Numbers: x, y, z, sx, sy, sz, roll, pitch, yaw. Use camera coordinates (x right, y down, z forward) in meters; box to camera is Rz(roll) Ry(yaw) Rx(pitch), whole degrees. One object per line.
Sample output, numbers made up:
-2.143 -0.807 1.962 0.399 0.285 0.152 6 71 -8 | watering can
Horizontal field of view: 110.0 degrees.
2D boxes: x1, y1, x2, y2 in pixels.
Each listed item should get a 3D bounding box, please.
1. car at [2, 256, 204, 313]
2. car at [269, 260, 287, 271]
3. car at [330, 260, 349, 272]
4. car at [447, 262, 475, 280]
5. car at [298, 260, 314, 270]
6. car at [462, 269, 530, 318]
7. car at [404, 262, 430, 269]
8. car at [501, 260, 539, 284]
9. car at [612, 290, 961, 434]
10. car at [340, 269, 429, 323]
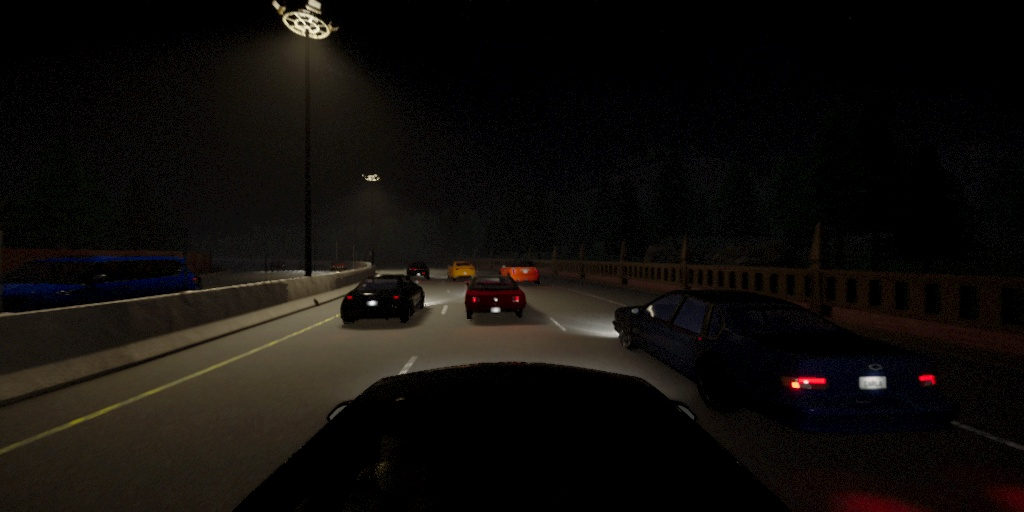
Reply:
-11.079 1.007 9.293 2.150 2.045 5.566 0 0 -5 | car
-33.825 1.300 51.777 1.882 1.535 5.008 0 0 -34 | car
-22.956 1.310 47.528 1.812 1.442 4.674 0 0 -29 | car
-4.394 1.208 30.721 1.882 1.535 5.008 0 0 -16 | car
-30.743 1.299 53.459 2.128 1.511 4.902 0 0 -34 | car
-0.738 1.339 13.047 1.895 1.301 4.718 0 0 -6 | car
-8.412 1.250 31.843 1.837 1.490 4.892 0 0 -17 | car
0.433 1.069 26.080 2.097 1.767 4.553 0 0 -13 | car
3.382 1.278 6.005 2.033 1.411 5.357 0 0 -3 | car
-4.211 1.317 12.239 1.994 1.385 4.181 0 0 -6 | car
